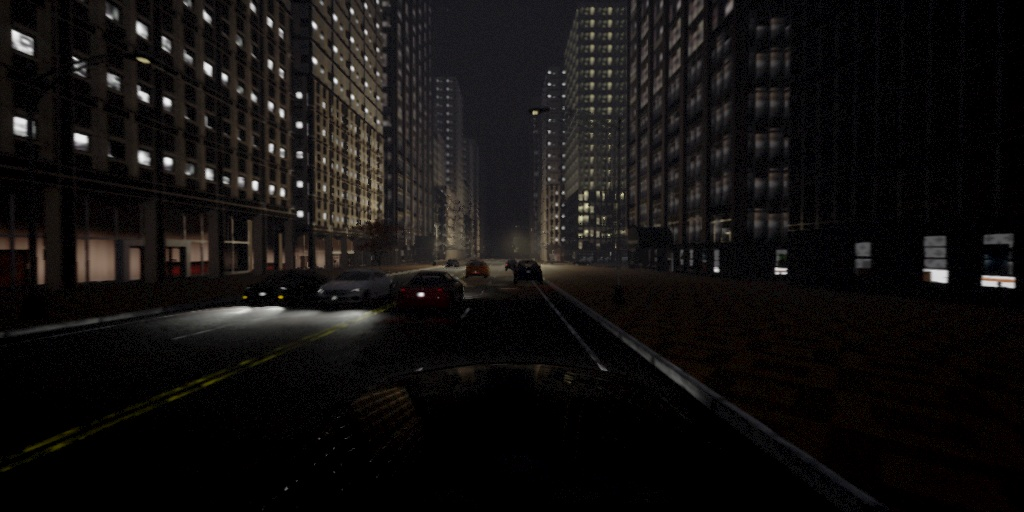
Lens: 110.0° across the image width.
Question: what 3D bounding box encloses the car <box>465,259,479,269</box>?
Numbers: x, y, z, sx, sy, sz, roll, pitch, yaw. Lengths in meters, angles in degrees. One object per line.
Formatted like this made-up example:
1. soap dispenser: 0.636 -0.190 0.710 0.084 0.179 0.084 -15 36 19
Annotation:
1. car: -6.551 1.276 58.827 1.812 1.442 4.674 0 0 0

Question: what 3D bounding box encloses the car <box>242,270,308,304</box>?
1. car: -9.851 1.313 16.145 1.994 1.385 4.181 0 0 0

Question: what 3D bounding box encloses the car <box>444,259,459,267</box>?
1. car: -9.799 1.263 58.716 1.837 1.490 4.892 0 0 0

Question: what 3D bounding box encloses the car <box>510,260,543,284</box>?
1. car: 1.125 1.101 26.709 2.097 1.767 4.553 0 0 0

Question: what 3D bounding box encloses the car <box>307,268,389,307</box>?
1. car: -6.599 1.275 15.629 1.812 1.442 4.674 0 0 0

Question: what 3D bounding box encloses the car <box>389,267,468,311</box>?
1. car: -3.156 1.314 14.448 1.994 1.385 4.181 0 0 0

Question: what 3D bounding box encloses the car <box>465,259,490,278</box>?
1. car: -3.165 1.227 33.556 1.882 1.535 5.008 0 0 0

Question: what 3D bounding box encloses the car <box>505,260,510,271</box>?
1. car: 0.007 1.276 48.936 1.812 1.442 4.674 0 0 0
